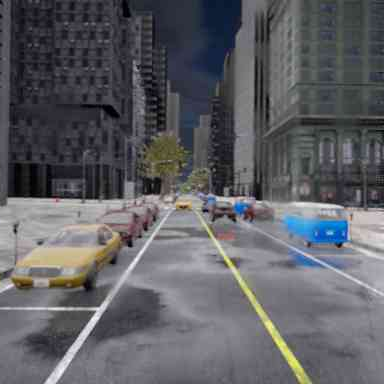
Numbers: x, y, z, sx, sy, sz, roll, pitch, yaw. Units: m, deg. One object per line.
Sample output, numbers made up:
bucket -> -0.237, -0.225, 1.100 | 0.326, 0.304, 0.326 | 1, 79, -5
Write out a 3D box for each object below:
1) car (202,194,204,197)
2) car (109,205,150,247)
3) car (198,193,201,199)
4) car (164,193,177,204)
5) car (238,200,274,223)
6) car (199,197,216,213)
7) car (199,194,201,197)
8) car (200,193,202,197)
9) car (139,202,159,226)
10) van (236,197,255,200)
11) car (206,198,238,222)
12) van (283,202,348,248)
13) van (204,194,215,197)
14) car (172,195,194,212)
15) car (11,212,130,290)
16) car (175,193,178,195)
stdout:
car -> 3.862, 1.585, 74.847 | 1.947, 1.339, 4.313 | 1, 0, -1
car -> -3.183, 1.498, 14.698 | 1.887, 1.381, 4.507 | 1, 0, -1
car -> 3.459, 1.573, 91.082 | 2.008, 1.369, 4.403 | 1, 0, -1
car -> -4.392, 1.451, 63.657 | 1.752, 1.417, 4.829 | 1, 0, -1
car -> 5.092, 1.583, 25.940 | 1.887, 1.381, 4.507 | 1, 0, -1
car -> 2.064, 1.564, 36.334 | 1.994, 1.385, 4.181 | 1, 0, -1
car -> 3.593, 1.603, 85.670 | 1.802, 1.307, 4.206 | 1, 0, -1
car -> 3.728, 1.564, 80.258 | 1.887, 1.381, 4.507 | 1, 0, -1
car -> -3.321, 1.493, 20.222 | 1.887, 1.381, 4.507 | 1, 0, -1
van -> 4.959, 1.376, 31.463 | 1.690, 1.788, 3.998 | 1, 0, -1
car -> 2.358, 1.513, 26.365 | 1.837, 1.490, 4.892 | 1, 0, -1
van -> 5.368, 1.390, 14.893 | 1.690, 1.788, 3.998 | 1, 0, -1
van -> 4.000, 1.360, 69.436 | 1.690, 1.788, 3.998 | 1, 0, -1
car -> -1.023, 1.442, 39.486 | 1.882, 1.535, 5.008 | 1, 0, -1
car -> -3.040, 1.485, 9.004 | 1.752, 1.417, 4.829 | 1, 0, -1
car -> -4.653, 1.469, 74.404 | 1.887, 1.381, 4.507 | 1, 0, -1
